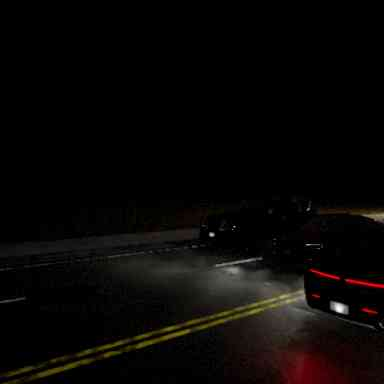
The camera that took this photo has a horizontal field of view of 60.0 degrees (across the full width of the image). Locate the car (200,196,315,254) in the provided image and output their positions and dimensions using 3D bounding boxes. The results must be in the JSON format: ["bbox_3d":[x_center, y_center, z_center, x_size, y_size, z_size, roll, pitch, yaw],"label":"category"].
[{"bbox_3d":[2.975,1.205,13.789,5.566,2.045,2.150,0,0,-35],"label":"car"}]

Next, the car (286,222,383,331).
[{"bbox_3d":[4.193,1.493,6.427,4.892,1.490,1.837,0,0,-35],"label":"car"}]

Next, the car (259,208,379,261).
[{"bbox_3d":[4.769,1.460,11.075,5.008,1.535,1.882,0,0,-35],"label":"car"}]
